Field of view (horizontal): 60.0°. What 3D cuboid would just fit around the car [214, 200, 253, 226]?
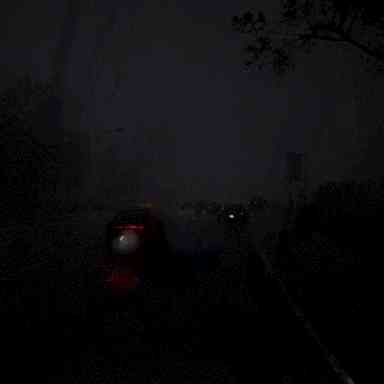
[{"bbox_3d":[2.994,1.534,23.466,1.994,1.385,4.181,0,0,13],"label":"car"}]

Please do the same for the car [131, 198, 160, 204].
[{"bbox_3d":[-4.997,1.389,35.407,1.882,1.535,5.008,0,0,16],"label":"car"}]

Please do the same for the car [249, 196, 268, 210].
[{"bbox_3d":[8.200,1.307,41.558,2.097,1.767,4.553,0,0,19],"label":"car"}]

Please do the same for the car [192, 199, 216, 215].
[{"bbox_3d":[1.771,1.546,32.964,1.895,1.301,4.718,0,0,16],"label":"car"}]

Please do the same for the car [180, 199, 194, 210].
[{"bbox_3d":[0.088,1.522,40.088,1.895,1.301,4.718,0,0,18],"label":"car"}]

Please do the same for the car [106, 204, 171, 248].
[{"bbox_3d":[-2.191,1.472,14.597,1.837,1.490,4.892,0,0,8],"label":"car"}]

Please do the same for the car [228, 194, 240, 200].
[{"bbox_3d":[9.473,1.225,74.738,2.033,1.411,5.357,0,0,22],"label":"car"}]
